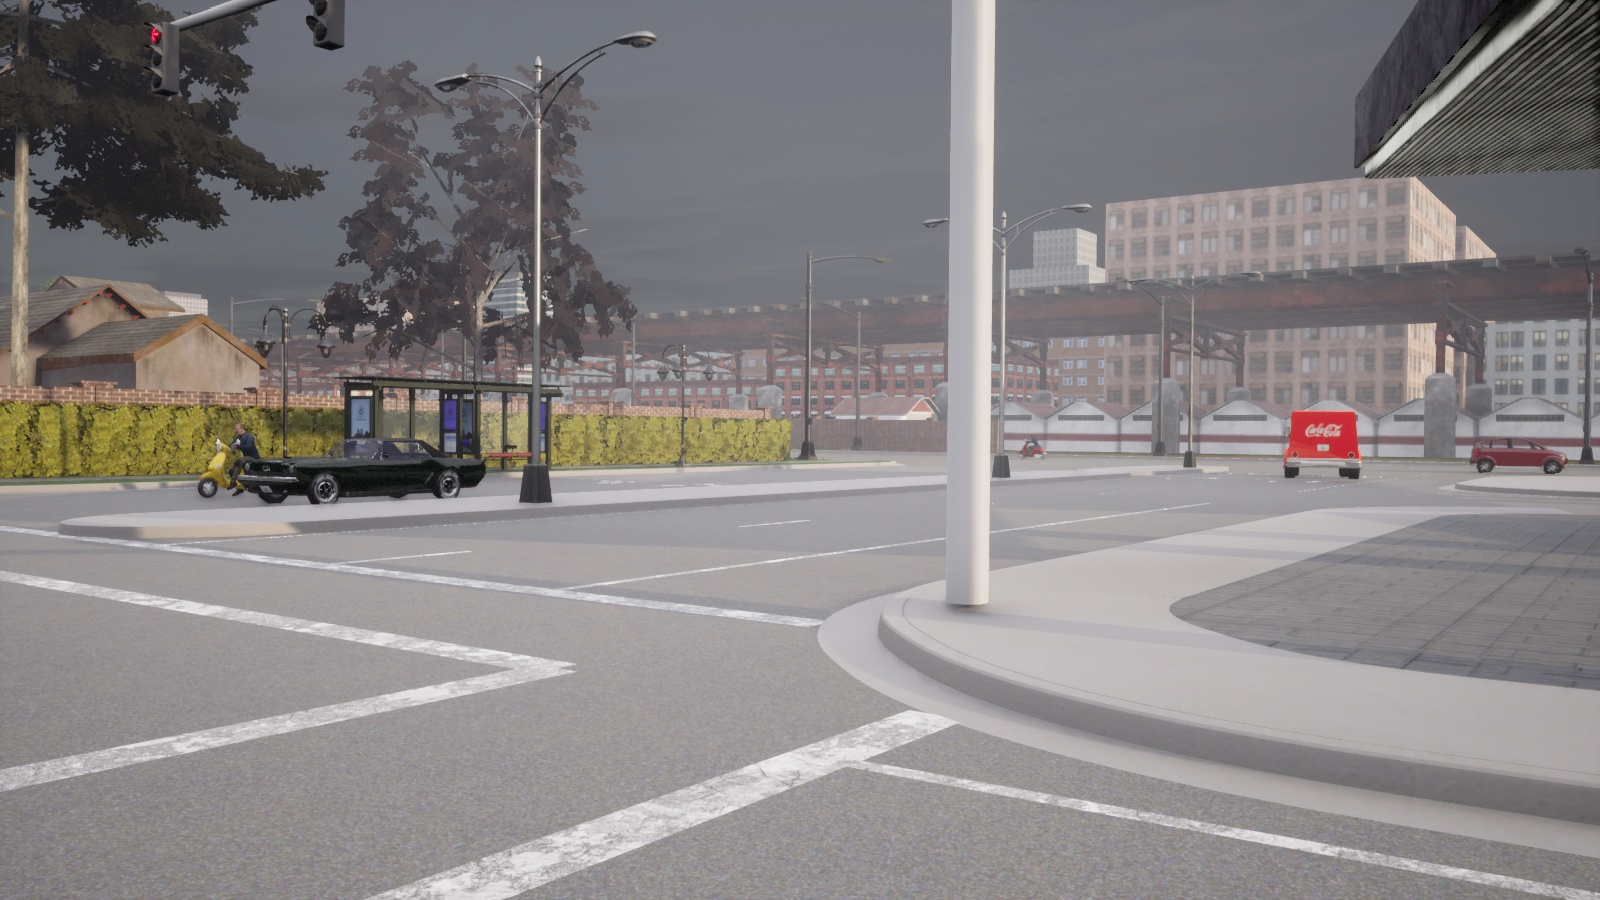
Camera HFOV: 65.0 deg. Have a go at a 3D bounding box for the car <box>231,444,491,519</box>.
[{"bbox_3d":[-8.724,0.564,25.371,1.895,1.301,4.718,0,1,35],"label":"car"}]

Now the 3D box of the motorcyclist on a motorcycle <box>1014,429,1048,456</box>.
[{"bbox_3d":[13.784,-0.463,74.918,1.817,1.590,0.866,0,1,35],"label":"motorcyclist on a motorcycle"}]

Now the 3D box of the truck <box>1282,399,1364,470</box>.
[{"bbox_3d":[19.224,-0.563,46.375,2.627,2.467,5.204,0,1,21],"label":"truck"}]

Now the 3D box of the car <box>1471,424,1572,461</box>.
[{"bbox_3d":[31.032,-0.310,54.089,3.705,1.549,1.789,0,1,28],"label":"car"}]

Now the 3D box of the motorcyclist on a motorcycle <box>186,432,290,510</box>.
[{"bbox_3d":[-11.985,0.427,26.842,0.866,1.590,1.817,0,1,35],"label":"motorcyclist on a motorcycle"}]
